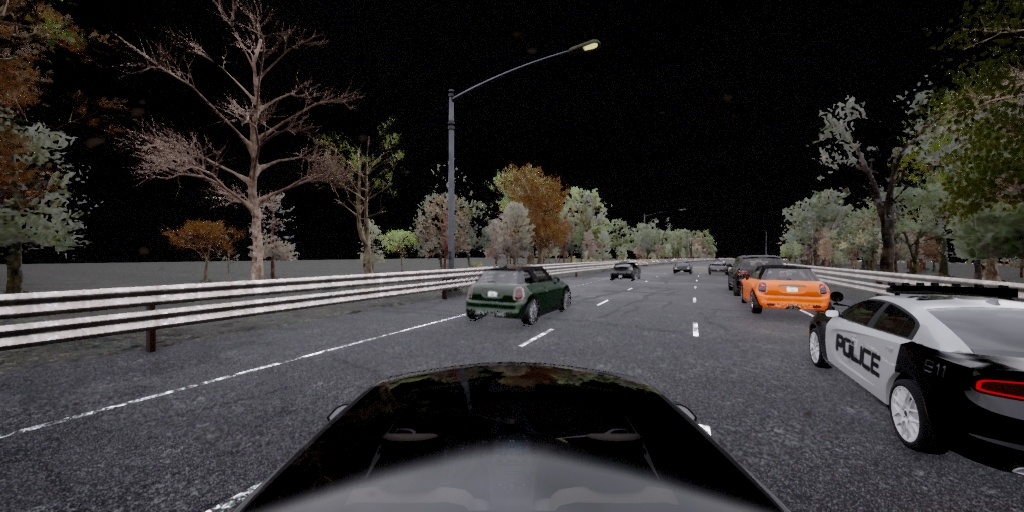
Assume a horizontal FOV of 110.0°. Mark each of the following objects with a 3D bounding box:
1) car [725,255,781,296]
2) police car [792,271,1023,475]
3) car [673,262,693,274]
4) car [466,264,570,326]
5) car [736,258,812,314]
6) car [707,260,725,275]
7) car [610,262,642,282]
[{"bbox_3d":[12.711,0.978,18.753,2.150,2.045,5.566,0,0,27],"label":"car"},{"bbox_3d":[5.624,1.175,4.721,1.930,1.638,5.238,0,0,26],"label":"police car"},{"bbox_3d":[19.471,1.370,40.751,1.895,1.301,4.718,0,0,29],"label":"car"},{"bbox_3d":[0.405,1.103,12.046,2.097,1.767,4.553,0,0,27],"label":"car"},{"bbox_3d":[9.979,1.102,13.428,2.097,1.767,4.553,0,0,27],"label":"car"},{"bbox_3d":[22.585,1.262,39.278,2.128,1.511,4.902,0,0,30],"label":"car"},{"bbox_3d":[9.451,1.265,29.597,1.837,1.490,4.892,0,1,28],"label":"car"}]
